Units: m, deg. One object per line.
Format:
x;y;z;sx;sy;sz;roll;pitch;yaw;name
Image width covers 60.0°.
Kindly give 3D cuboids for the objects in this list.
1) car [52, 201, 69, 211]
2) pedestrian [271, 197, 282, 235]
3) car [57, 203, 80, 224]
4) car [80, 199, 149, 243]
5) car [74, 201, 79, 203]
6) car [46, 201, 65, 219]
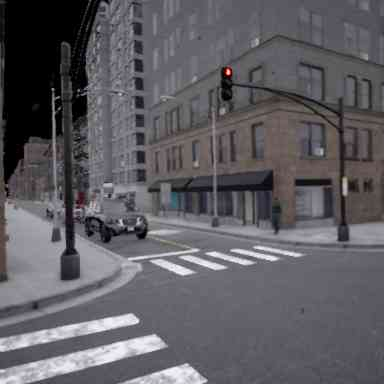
-21.598;2.247;54.391;1.837;1.490;4.892;-1;0;-30;car
4.068;1.149;16.162;0.375;1.860;0.375;-2;0;-30;pedestrian
-9.385;1.906;27.017;1.812;1.442;4.674;-1;0;-30;car
-4.274;1.450;18.145;2.150;2.045;5.566;-1;0;-30;car
-16.629;1.955;45.890;2.097;1.767;4.553;-1;0;-30;car
-14.499;2.008;35.909;1.882;1.535;5.008;-1;0;-30;car
